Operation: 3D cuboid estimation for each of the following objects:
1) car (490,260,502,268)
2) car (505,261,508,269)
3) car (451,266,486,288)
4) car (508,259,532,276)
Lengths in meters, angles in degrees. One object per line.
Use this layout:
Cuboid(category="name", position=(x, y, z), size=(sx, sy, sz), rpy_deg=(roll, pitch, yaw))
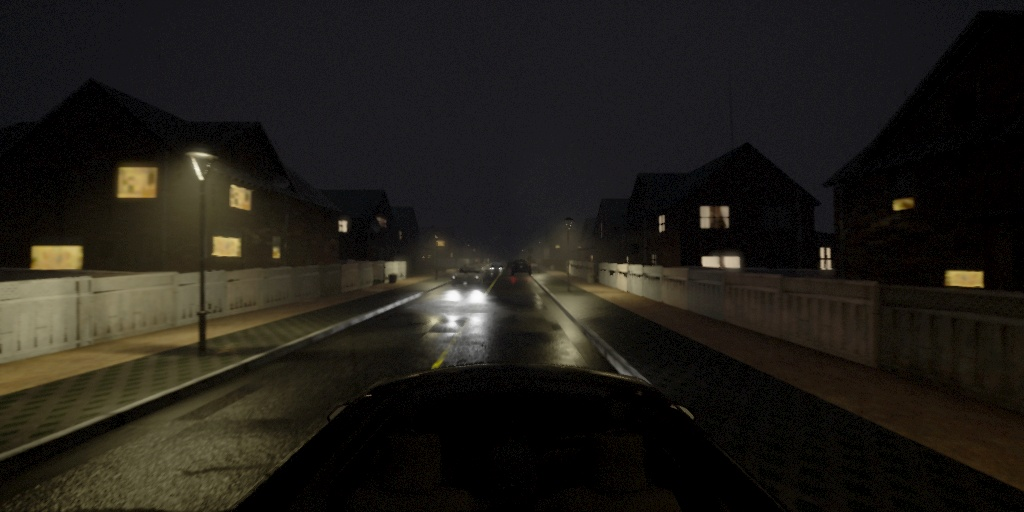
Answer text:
Cuboid(category="car", position=(-2.777, 1.396, 64.678), size=(1.812, 1.442, 4.674), rpy_deg=(0, 0, 1))
Cuboid(category="car", position=(-0.003, 1.350, 56.848), size=(1.837, 1.490, 4.892), rpy_deg=(0, 0, 0))
Cuboid(category="car", position=(-2.848, 1.373, 24.081), size=(1.895, 1.301, 4.718), rpy_deg=(0, 0, 0))
Cuboid(category="car", position=(0.929, 1.118, 37.862), size=(2.097, 1.767, 4.553), rpy_deg=(-2, 0, 0))
